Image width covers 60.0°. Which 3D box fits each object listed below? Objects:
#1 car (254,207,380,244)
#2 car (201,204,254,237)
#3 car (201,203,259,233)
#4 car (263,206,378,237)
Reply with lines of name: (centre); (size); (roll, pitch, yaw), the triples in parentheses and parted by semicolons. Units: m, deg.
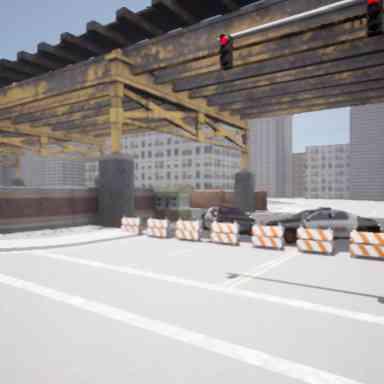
car: (5.632, 1.459, 15.136); (4.974, 1.542, 2.038); (0, 0, -1)
car: (1.873, 1.456, 17.802); (2.038, 1.542, 4.974); (0, 0, -11)
car: (1.862, 1.299, 17.853); (1.853, 1.218, 4.536); (0, 0, -11)
car: (5.684, 1.301, 15.138); (4.536, 1.218, 1.853); (0, 0, -1)
